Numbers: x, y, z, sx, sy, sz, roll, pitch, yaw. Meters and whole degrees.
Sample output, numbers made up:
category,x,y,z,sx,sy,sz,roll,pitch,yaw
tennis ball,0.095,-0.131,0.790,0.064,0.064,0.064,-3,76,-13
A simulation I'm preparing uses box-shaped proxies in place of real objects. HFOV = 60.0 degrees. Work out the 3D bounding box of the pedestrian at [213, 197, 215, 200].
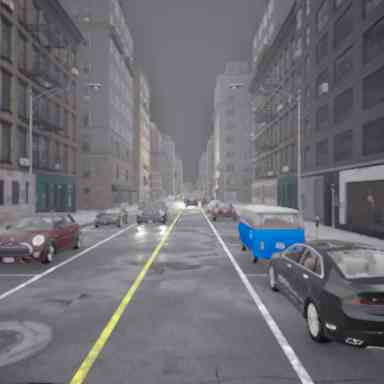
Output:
category,x,y,z,sx,sy,sz,roll,pitch,yaw
pedestrian,2.739,1.455,42.242,0.375,1.860,0.375,0,0,-14

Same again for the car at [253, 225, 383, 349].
category,x,y,z,sx,sy,sz,roll,pitch,yaw
car,2.635,1.573,6.291,2.008,1.369,4.403,0,0,0

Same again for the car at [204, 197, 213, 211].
category,x,y,z,sx,sy,sz,roll,pitch,yaw
car,2.739,1.677,39.405,1.812,1.442,4.674,0,0,0

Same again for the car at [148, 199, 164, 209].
category,x,y,z,sx,sy,sz,roll,pitch,yaw
car,-5.402,1.736,50.376,1.887,1.381,4.507,0,0,0

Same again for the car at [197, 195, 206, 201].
category,x,y,z,sx,sy,sz,roll,pitch,yaw
car,2.679,1.662,93.261,2.192,1.841,5.009,0,0,0

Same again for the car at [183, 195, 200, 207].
category,x,y,z,sx,sy,sz,roll,pitch,yaw
car,-0.012,1.665,54.931,1.882,1.535,5.008,0,0,0

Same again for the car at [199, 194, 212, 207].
category,x,y,z,sx,sy,sz,roll,pitch,yaw
car,2.622,1.527,55.890,2.192,1.841,5.009,0,0,0

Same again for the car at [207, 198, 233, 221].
category,x,y,z,sx,sy,sz,roll,pitch,yaw
car,2.629,1.547,28.335,1.967,1.590,4.097,0,0,0

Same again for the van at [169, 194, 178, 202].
category,x,y,z,sx,sy,sz,roll,pitch,yaw
van,-5.432,1.669,87.851,1.690,1.788,3.998,0,0,0

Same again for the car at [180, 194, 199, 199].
category,x,y,z,sx,sy,sz,roll,pitch,yaw
car,-0.305,1.578,74.264,2.097,1.767,4.553,0,0,18

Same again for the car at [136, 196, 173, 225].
category,x,y,z,sx,sy,sz,roll,pitch,yaw
car,-2.856,1.446,25.101,2.097,1.767,4.553,0,0,0

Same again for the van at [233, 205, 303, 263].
category,x,y,z,sx,sy,sz,roll,pitch,yaw
van,2.634,1.384,11.802,1.690,1.788,3.998,0,0,0

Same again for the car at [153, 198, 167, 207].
category,x,y,z,sx,sy,sz,roll,pitch,yaw
car,-5.403,1.778,55.887,1.947,1.339,4.313,0,0,0

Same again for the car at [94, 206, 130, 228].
category,x,y,z,sx,sy,sz,roll,pitch,yaw
car,-5.394,1.636,22.821,2.008,1.369,4.403,0,0,0

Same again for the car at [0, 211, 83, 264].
category,x,y,z,sx,sy,sz,roll,pitch,yaw
car,-5.391,1.483,11.800,1.967,1.590,4.097,0,0,0
